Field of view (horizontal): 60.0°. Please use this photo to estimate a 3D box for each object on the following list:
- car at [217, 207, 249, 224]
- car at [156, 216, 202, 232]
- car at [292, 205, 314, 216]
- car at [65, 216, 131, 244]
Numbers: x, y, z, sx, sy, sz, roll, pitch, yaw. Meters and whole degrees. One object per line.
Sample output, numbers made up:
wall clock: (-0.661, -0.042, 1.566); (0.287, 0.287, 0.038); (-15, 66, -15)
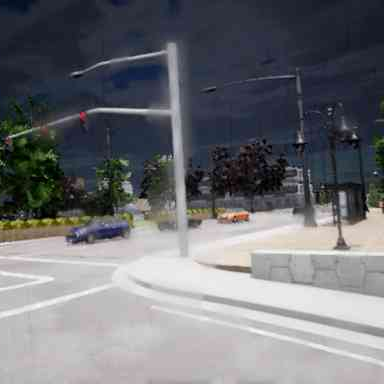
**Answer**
car: (4.764, 2.663, 38.542); (2.097, 1.767, 4.553); (-6, -4, 36)
car: (-1.137, 2.862, 30.509); (1.895, 1.301, 4.718); (-6, -4, 36)
car: (15.959, 2.561, 47.537); (1.882, 1.535, 5.008); (-6, -4, 36)
car: (-6.513, 2.568, 23.232); (2.097, 1.767, 4.553); (-6, -4, 36)
